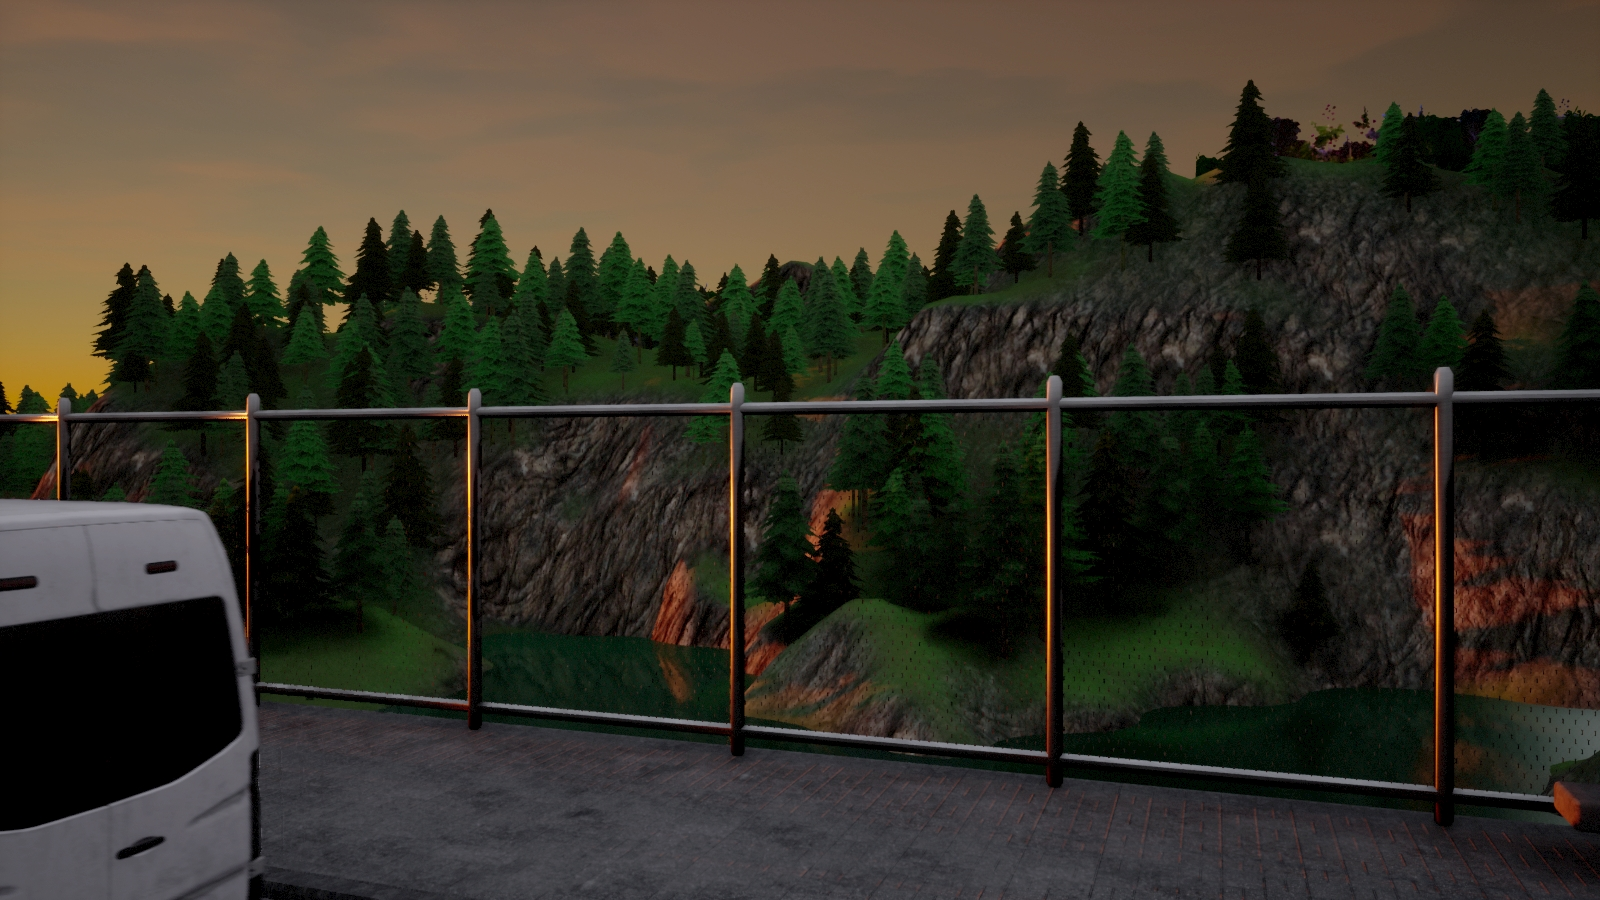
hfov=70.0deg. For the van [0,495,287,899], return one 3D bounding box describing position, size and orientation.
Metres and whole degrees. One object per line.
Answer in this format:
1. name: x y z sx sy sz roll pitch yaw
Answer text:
1. van: -5.748 1.538 5.920 5.915 2.561 1.988 0 0 20
